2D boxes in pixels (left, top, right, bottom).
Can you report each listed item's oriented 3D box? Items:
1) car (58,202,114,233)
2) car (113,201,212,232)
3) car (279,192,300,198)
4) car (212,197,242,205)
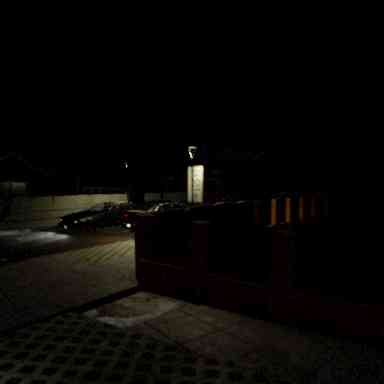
[{"bbox_3d":[-4.358,1.243,18.028,2.033,1.411,5.357,1,2,41],"label":"car"},{"bbox_3d":[-1.330,1.208,17.030,1.837,1.490,4.892,0,1,40],"label":"car"},{"bbox_3d":[10.011,0.761,32.968,5.008,1.535,1.882,-1,2,-42],"label":"car"},{"bbox_3d":[2.539,1.084,25.685,1.895,1.301,4.718,1,2,44],"label":"car"}]
